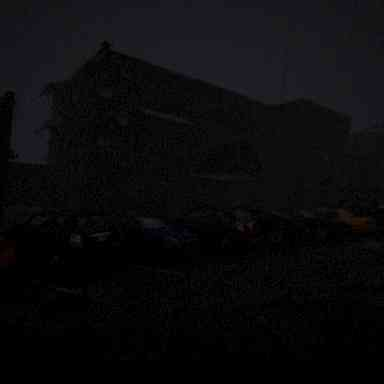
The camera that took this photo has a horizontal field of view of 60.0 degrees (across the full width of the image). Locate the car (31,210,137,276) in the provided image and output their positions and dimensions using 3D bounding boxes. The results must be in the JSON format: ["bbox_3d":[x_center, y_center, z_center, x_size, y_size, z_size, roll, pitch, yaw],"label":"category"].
[{"bbox_3d":[-4.263,1.354,10.516,4.553,1.767,2.185,-1,-1,35],"label":"car"}]

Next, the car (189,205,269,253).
[{"bbox_3d":[0.518,1.385,13.916,4.553,1.767,2.185,-1,-1,35],"label":"car"}]

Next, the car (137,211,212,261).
[{"bbox_3d":[-1.892,1.532,12.243,4.674,1.452,2.002,-1,-1,35],"label":"car"}]

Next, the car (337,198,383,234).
[{"bbox_3d":[10.050,1.393,20.732,5.566,2.045,2.435,-1,-1,35],"label":"car"}]

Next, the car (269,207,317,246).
[{"bbox_3d":[2.895,1.534,15.629,5.008,1.535,2.097,-1,-1,35],"label":"car"}]

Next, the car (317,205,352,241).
[{"bbox_3d":[5.280,1.565,17.333,5.008,1.535,2.097,-1,-1,35],"label":"car"}]

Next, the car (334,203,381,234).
[{"bbox_3d":[7.529,1.598,19.129,5.366,1.575,1.946,-1,-1,35],"label":"car"}]

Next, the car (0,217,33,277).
[{"bbox_3d":[-6.671,1.470,8.826,5.008,1.535,2.097,-1,-1,35],"label":"car"}]
